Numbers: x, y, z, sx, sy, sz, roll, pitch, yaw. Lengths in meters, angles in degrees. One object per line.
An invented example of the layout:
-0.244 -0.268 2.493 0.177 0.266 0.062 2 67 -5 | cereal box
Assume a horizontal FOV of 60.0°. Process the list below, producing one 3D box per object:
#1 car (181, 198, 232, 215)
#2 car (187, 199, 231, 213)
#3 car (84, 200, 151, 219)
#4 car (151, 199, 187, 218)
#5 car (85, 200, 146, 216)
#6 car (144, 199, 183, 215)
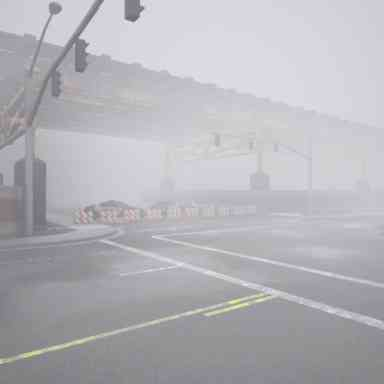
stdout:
1.400 1.453 34.013 4.974 1.542 2.038 0 0 -7 | car
1.349 1.295 34.006 4.536 1.218 1.853 0 0 -7 | car
-6.257 1.453 27.571 4.974 1.542 2.038 0 0 8 | car
-2.511 1.453 30.255 2.038 1.542 4.974 0 0 18 | car
-6.309 1.295 27.578 4.536 1.218 1.853 0 0 8 | car
-2.496 1.295 30.304 1.853 1.218 4.536 0 0 18 | car
